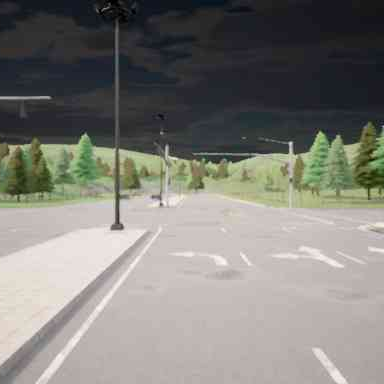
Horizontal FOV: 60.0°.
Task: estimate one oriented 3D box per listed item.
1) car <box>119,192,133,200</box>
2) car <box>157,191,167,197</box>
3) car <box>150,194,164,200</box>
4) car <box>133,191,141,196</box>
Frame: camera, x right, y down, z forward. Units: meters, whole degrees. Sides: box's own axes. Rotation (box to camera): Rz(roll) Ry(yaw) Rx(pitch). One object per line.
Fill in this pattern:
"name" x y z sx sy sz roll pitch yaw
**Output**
"car" -15.049 1.054 73.361 2.033 1.411 5.357 0 0 0
"car" -7.954 0.552 88.909 2.128 1.511 4.902 0 0 1
"car" -8.049 1.056 73.128 2.033 1.411 5.357 0 0 0
"car" -14.952 0.381 89.076 2.097 1.767 4.553 0 0 1
